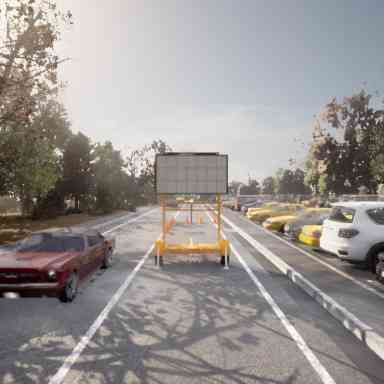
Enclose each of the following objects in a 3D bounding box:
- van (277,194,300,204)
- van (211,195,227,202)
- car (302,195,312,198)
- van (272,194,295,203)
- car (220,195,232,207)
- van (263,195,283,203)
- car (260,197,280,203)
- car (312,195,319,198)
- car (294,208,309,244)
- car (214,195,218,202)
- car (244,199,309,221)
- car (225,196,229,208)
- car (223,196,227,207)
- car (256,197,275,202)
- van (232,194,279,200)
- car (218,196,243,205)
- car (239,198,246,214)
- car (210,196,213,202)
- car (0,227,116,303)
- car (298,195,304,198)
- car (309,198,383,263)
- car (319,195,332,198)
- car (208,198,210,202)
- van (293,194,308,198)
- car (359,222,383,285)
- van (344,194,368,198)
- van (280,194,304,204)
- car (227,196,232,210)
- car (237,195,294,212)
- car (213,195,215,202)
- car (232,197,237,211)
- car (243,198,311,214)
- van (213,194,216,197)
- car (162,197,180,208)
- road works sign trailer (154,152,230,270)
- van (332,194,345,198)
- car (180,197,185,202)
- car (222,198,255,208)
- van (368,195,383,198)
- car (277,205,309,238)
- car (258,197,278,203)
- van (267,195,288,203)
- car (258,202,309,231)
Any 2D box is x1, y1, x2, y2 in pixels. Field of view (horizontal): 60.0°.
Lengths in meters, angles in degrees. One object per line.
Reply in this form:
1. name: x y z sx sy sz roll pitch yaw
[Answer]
1. van: 20.537 1.514 71.030 4.442 1.987 1.878 0 0 0
2. van: 7.639 1.939 93.469 4.442 1.987 1.878 0 -1 0
3. car: 20.257 1.637 51.639 5.008 1.535 2.097 0 0 0
4. van: 20.327 1.530 73.934 4.442 1.987 1.878 0 -1 0
5. car: 6.976 1.627 49.073 5.366 1.575 1.946 0 0 0
6. van: 20.650 1.749 84.861 4.442 1.987 1.878 0 -1 0
7. car: 20.550 2.035 87.626 4.892 1.521 2.231 0 -1 0
8. car: 20.189 1.356 46.099 5.566 2.045 2.435 0 0 0
9. car: 7.054 1.568 12.992 5.366 1.575 1.946 0 0 0
10. car: 7.044 1.672 57.401 5.366 1.575 1.946 0 0 0
11. car: 6.774 1.533 24.220 5.366 1.575 1.946 0 0 0
12. car: 7.087 1.630 43.519 4.792 1.488 2.163 0 0 0
13. car: 7.110 1.645 46.295 4.792 1.488 2.163 0 0 0
14. car: 20.596 2.155 93.291 5.008 1.535 2.097 0 -1 0
15. van: 7.188 1.345 37.967 4.442 1.987 1.878 0 0 0
16. car: 7.243 1.579 62.952 4.553 1.767 2.185 0 0 0
17. car: 6.998 1.536 29.638 4.892 1.521 2.231 0 0 0
18. car: 7.393 1.512 74.057 5.566 2.045 2.435 0 0 0
19. car: -3.347 1.612 8.377 1.895 1.301 4.718 0 0 0
20. car: 20.289 1.692 54.533 4.674 1.452 2.002 0 0 0
21. car: 6.874 1.329 10.216 5.566 2.045 2.435 0 0 0
22. car: 20.167 1.341 43.329 5.566 2.045 2.435 0 0 0
23. car: 7.506 2.105 90.689 5.008 1.535 2.097 0 -1 0
24. van: 20.425 1.441 57.304 4.442 1.987 1.878 0 0 0
25. car: 6.828 1.590 7.441 5.008 1.535 2.097 0 0 0
26. van: 20.266 1.337 37.788 4.442 1.987 1.878 0 0 0
27. van: 20.515 1.500 68.385 4.442 1.987 1.878 0 0 0
28. car: 7.065 1.615 40.743 4.792 1.488 2.163 0 0 0
29. car: 7.057 1.418 32.418 4.553 1.767 2.185 0 0 0
30. car: 7.291 1.719 65.728 5.008 1.535 2.097 0 0 0
31. car: 7.078 1.586 35.190 4.792 1.488 2.163 0 0 0
32. car: 7.166 1.530 26.869 5.366 1.575 1.946 0 0 0
33. van: 7.225 1.523 71.282 4.442 1.987 1.878 0 0 0
34. car: -3.204 1.697 49.080 1.994 1.385 4.181 0 0 0
35. road works sign trailer: -0.016 0.480 11.138 2.380 3.560 2.880 0 0 -1
36. van: 20.056 1.352 40.560 4.442 1.987 1.878 0 0 0
37. car: -2.881 1.959 83.054 1.882 1.535 5.008 0 -1 0
38. car: 7.191 1.646 51.847 4.892 1.521 2.231 0 0 0
39. van: 19.996 1.310 32.234 4.442 1.987 1.878 0 0 0
40. car: 6.897 1.563 15.769 4.892 1.521 2.231 0 0 0
41. car: 20.573 2.093 90.396 5.008 1.535 2.097 0 -1 0
42. van: 20.371 1.630 79.325 4.442 1.987 1.878 0 -1 0
43. car: 6.728 1.550 18.547 5.366 1.575 1.946 0 0 0
